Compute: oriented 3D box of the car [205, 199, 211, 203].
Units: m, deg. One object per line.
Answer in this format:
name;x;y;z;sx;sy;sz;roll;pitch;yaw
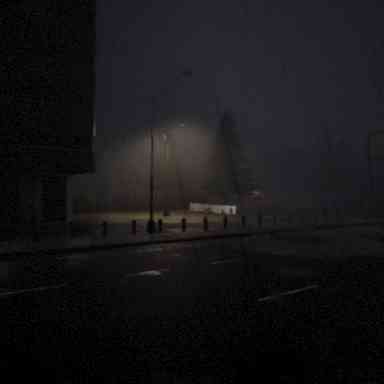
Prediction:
car;1.801;1.841;65.352;1.882;1.535;5.008;1;0;-35
